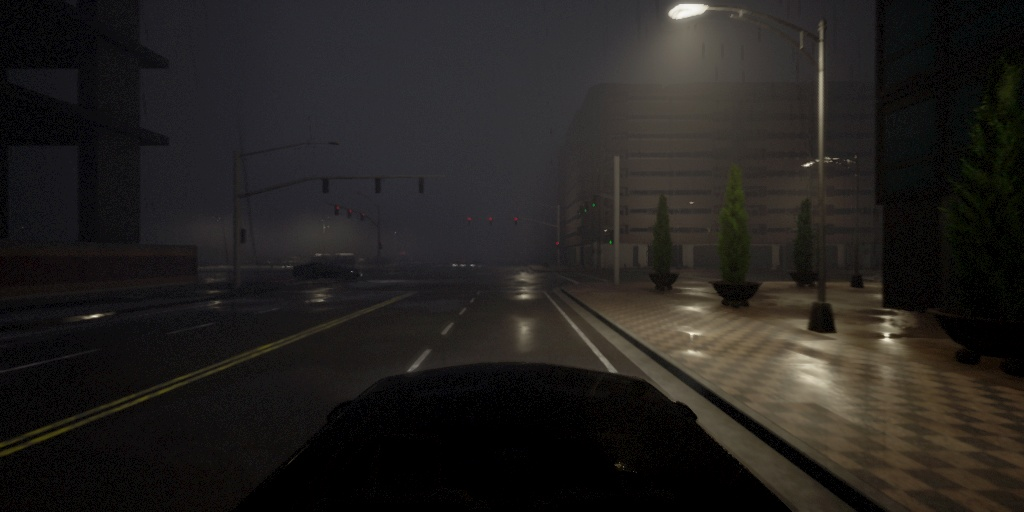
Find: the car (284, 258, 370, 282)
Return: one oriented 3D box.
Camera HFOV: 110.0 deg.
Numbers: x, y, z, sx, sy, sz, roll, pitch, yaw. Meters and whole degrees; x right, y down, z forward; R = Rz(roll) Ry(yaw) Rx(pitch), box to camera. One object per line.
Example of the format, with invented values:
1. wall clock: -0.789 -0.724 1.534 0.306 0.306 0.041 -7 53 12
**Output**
1. car: -13.681 1.125 26.697 4.902 1.511 2.128 1 0 -1
